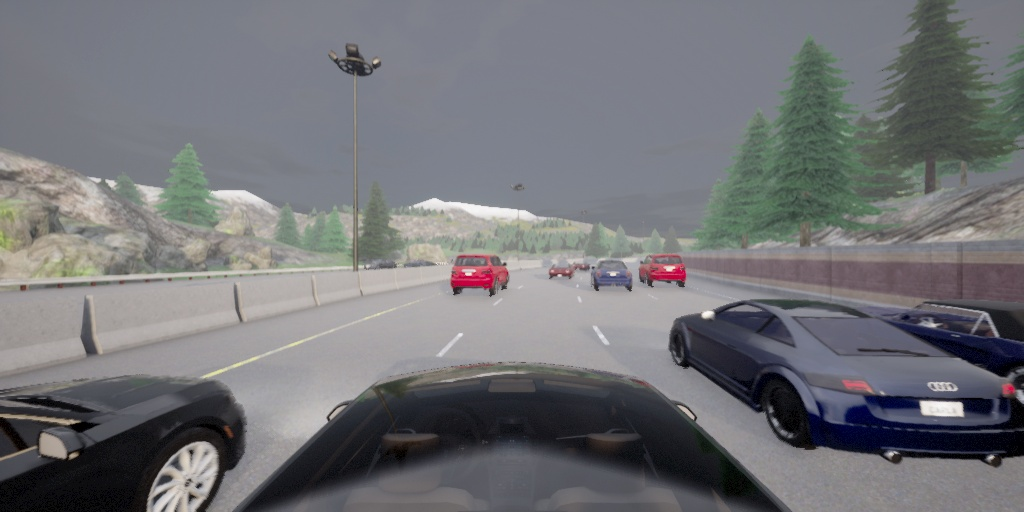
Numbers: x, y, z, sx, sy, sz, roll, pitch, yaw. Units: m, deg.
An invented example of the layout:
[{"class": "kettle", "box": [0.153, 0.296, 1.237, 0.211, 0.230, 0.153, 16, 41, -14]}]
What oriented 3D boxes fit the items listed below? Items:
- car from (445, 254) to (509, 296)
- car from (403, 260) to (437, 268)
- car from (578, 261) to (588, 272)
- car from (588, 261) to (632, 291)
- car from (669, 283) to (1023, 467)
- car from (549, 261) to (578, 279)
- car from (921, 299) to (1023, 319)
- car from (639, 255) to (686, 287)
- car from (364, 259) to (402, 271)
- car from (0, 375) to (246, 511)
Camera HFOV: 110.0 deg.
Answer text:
[{"class": "car", "box": [-1.597, 0.928, 19.363, 2.150, 2.045, 5.566, 0, 0, 9]}, {"class": "car", "box": [-10.622, 1.213, 42.792, 1.994, 1.385, 4.181, 0, 0, 17]}, {"class": "car", "box": [8.591, 1.248, 44.477, 1.895, 1.301, 4.718, 0, 0, 20]}, {"class": "car", "box": [5.980, 1.054, 21.923, 2.097, 1.767, 4.553, 0, 0, 10]}, {"class": "car", "box": [3.891, 1.306, 5.152, 1.994, 1.385, 4.181, 0, 0, 3]}, {"class": "car", "box": [4.444, 1.280, 31.241, 1.895, 1.301, 4.718, 0, 0, 14]}, {"class": "car", "box": [7.396, 1.342, 5.683, 1.895, 1.301, 4.718, 0, 0, 4]}, {"class": "car", "box": [9.911, 0.920, 23.928, 2.150, 2.045, 5.566, 0, 0, 12]}, {"class": "car", "box": [-16.907, 1.132, 46.151, 2.128, 1.511, 4.902, 0, 0, 18]}, {"class": "car", "box": [-3.294, 1.255, 1.145, 1.837, 1.490, 4.892, 0, 0, 2]}]
